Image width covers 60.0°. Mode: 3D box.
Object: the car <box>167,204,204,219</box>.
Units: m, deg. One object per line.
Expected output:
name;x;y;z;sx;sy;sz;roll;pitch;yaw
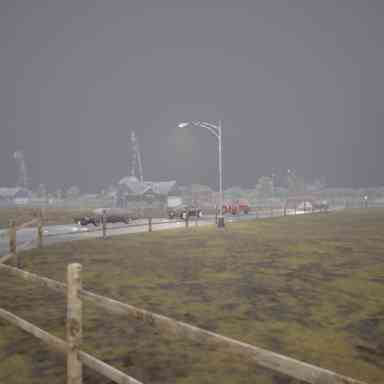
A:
car;-0.626;2.013;34.723;1.837;1.490;4.892;-2;-2;36

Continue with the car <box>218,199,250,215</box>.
car;5.568;1.912;43.383;2.150;2.045;5.566;-2;-2;36

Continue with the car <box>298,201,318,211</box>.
car;19.406;2.456;56.360;1.812;1.442;4.674;-2;-2;36

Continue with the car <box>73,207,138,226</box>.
car;-6.648;1.884;26.309;2.033;1.411;5.357;-2;-2;36

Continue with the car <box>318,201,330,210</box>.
car;25.122;2.471;64.325;2.097;1.767;4.553;-2;-2;34
